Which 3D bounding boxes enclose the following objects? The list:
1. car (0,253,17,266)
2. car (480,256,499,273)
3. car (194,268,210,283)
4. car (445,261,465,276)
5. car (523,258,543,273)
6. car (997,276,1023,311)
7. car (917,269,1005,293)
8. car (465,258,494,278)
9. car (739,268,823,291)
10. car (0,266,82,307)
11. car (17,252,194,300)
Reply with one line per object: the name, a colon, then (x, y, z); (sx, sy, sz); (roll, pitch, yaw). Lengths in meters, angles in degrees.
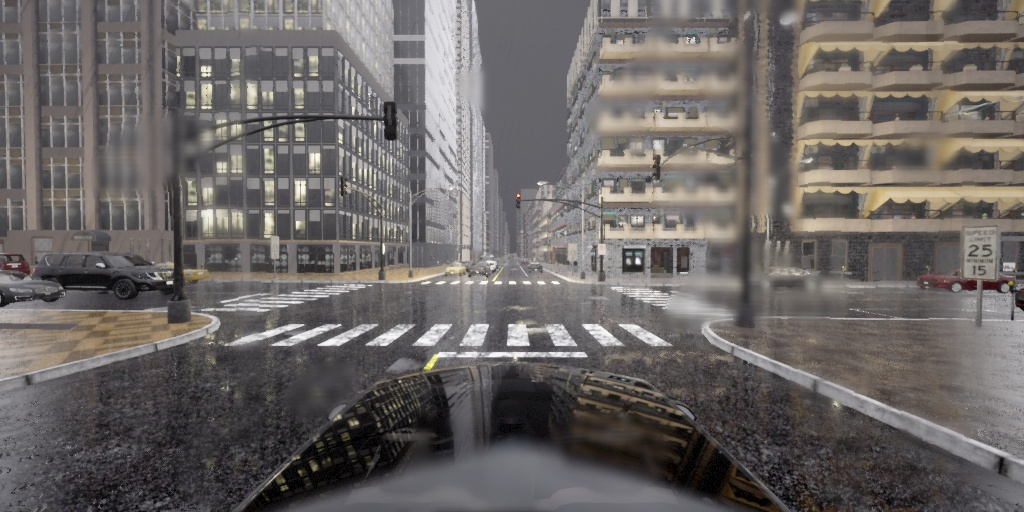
car: (-33.613, 0.712, 22.549); (5.009, 1.841, 2.192); (0, 0, 1)
car: (-3.096, 0.960, 44.398); (2.150, 2.045, 5.566); (0, 0, 0)
car: (-21.666, 1.029, 22.345); (4.829, 1.417, 1.751); (0, 0, 1)
car: (-5.691, 1.265, 36.493); (1.751, 1.417, 4.829); (0, 0, 0)
car: (2.690, 1.289, 42.317); (2.007, 1.370, 4.403); (0, 0, 0)
car: (21.716, 1.576, 13.390); (4.313, 1.339, 1.948); (0, 0, 1)
car: (27.375, 1.462, 21.691); (4.507, 1.381, 1.888); (0, 0, 1)
car: (-3.095, 1.245, 34.698); (1.837, 1.490, 4.892); (0, 0, 0)
car: (16.309, 1.376, 21.847); (4.403, 1.370, 2.007); (0, 0, 1)
car: (-20.286, 1.204, 14.011); (4.403, 1.370, 2.007); (0, 0, 1)
car: (-18.482, 0.848, 16.531); (5.566, 2.045, 2.150); (1, 1, 1)
